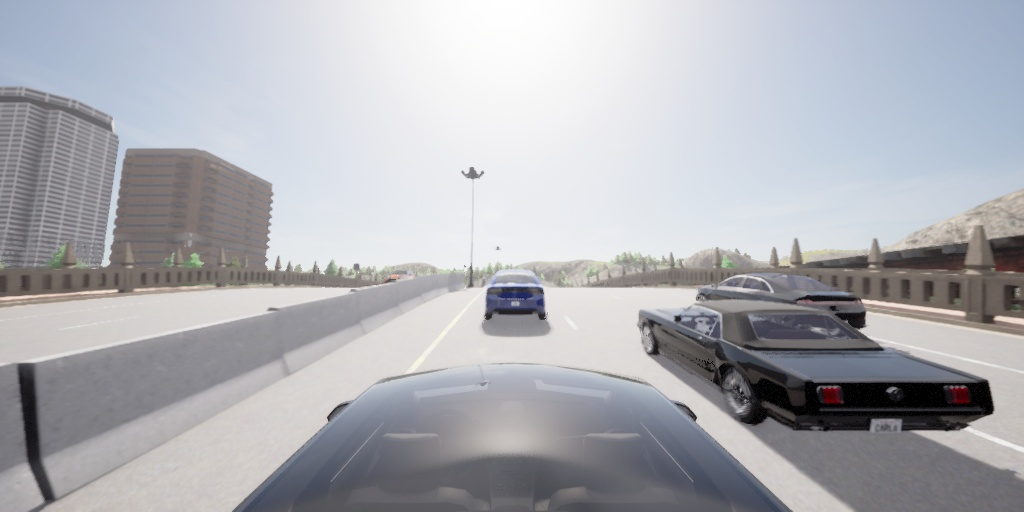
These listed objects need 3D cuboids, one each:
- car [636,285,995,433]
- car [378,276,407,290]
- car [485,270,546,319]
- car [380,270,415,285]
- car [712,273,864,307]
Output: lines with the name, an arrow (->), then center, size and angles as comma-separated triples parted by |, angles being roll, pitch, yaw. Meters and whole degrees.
car -> 3.600, 1.347, 5.666 | 1.895, 1.301, 4.718 | 0, 0, 0
car -> -14.080, 3.215, 42.474 | 1.994, 1.385, 4.181 | 0, -7, 0
car -> 0.100, 1.222, 12.783 | 1.882, 1.535, 5.008 | 0, 0, 0
car -> -10.590, 2.111, 34.372 | 2.097, 1.767, 4.553 | 0, -5, 0
car -> 7.100, 1.234, 10.187 | 2.128, 1.511, 4.902 | 0, 0, 0
